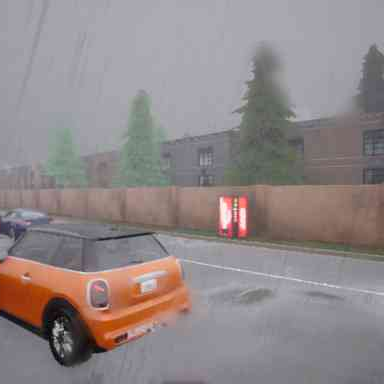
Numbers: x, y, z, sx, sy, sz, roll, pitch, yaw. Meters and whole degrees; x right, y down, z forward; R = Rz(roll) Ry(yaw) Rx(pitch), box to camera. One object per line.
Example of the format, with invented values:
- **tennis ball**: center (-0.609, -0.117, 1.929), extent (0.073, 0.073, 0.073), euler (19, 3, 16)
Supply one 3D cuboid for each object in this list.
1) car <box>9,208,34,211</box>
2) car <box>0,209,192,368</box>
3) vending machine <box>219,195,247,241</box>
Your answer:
- **car**: center (-8.285, 1.526, 16.375), extent (4.674, 1.442, 1.812), euler (0, 0, 45)
- **car**: center (-2.252, 1.351, 6.051), extent (4.553, 1.767, 2.097), euler (0, 0, 39)
- **vending machine**: center (1.988, 1.195, 16.009), extent (0.880, 2.100, 1.100), euler (0, 0, 42)
